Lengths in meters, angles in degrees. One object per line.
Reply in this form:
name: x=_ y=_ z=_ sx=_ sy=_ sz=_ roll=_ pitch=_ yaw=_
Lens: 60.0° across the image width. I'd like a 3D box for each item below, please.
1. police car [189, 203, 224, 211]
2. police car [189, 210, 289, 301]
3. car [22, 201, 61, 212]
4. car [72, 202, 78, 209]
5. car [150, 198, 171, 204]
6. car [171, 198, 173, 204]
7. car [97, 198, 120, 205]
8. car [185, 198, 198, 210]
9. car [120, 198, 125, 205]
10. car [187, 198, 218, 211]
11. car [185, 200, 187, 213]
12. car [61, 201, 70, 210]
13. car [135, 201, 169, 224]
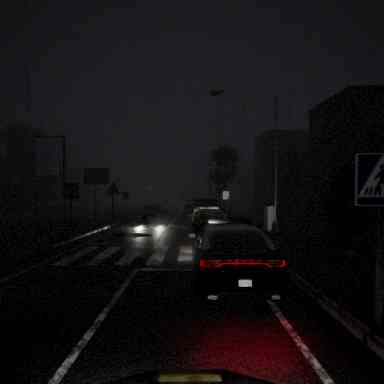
police car: x=0.943 y=1.610 z=18.593 sx=1.930 sy=1.638 sz=5.238 roll=0 pitch=-1 yaw=0
police car: x=0.956 y=1.467 z=8.582 sx=1.930 sy=1.638 sz=5.238 roll=0 pitch=-1 yaw=0
car: x=-21.996 y=2.131 z=48.006 sx=4.674 sy=1.452 sz=2.002 roll=0 pitch=-1 yaw=0
car: x=-22.002 y=2.194 z=54.555 sx=5.008 sy=1.535 sz=2.097 roll=0 pitch=-1 yaw=0
car: x=-8.893 y=2.752 z=88.943 sx=4.892 sy=1.521 sz=2.231 roll=0 pitch=-1 yaw=0
car: x=-8.927 y=2.555 z=91.749 sx=5.566 sy=2.045 sz=2.435 roll=0 pitch=-1 yaw=0
car: x=-21.975 y=2.698 z=86.185 sx=5.008 sy=1.535 sz=2.097 roll=0 pitch=-1 yaw=0
car: x=-0.044 y=2.038 z=59.259 sx=2.150 sy=2.045 sz=5.566 roll=0 pitch=-1 yaw=0
car: x=-21.983 y=2.805 z=91.752 sx=5.008 sy=1.535 sz=2.097 roll=0 pitch=-1 yaw=0
car: x=0.940 y=1.503 z=24.518 sx=2.150 sy=2.045 sz=5.566 roll=0 pitch=-1 yaw=0
car: x=-0.028 y=2.114 z=45.824 sx=1.837 sy=1.490 sz=4.892 roll=0 pitch=-1 yaw=0
car: x=-21.992 y=2.144 z=51.282 sx=4.892 sy=1.521 sz=2.231 roll=0 pitch=-1 yaw=0
car: x=-3.286 y=1.811 z=27.995 sx=1.882 sy=1.535 sz=5.008 roll=0 pitch=-1 yaw=0
